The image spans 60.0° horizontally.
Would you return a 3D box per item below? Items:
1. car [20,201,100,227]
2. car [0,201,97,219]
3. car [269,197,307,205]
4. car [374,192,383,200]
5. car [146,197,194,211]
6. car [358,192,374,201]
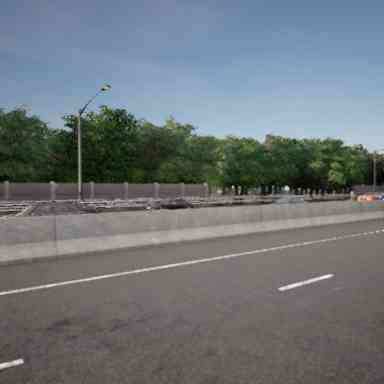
[{"bbox_3d":[-9.153,1.442,23.283,4.892,1.490,1.837,0,0,-36],"label":"car"},{"bbox_3d":[-7.305,1.316,15.992,4.553,1.767,2.097,-1,1,-36],"label":"car"},{"bbox_3d":[9.280,1.253,32.138,4.674,1.442,1.812,-1,0,-35],"label":"car"},{"bbox_3d":[31.532,0.729,52.450,5.566,2.045,2.150,0,0,-35],"label":"car"},{"bbox_3d":[-2.129,1.323,32.626,4.892,1.490,1.837,0,0,-36],"label":"car"},{"bbox_3d":[29.582,0.859,55.348,4.553,1.767,2.097,0,0,-35],"label":"car"}]
